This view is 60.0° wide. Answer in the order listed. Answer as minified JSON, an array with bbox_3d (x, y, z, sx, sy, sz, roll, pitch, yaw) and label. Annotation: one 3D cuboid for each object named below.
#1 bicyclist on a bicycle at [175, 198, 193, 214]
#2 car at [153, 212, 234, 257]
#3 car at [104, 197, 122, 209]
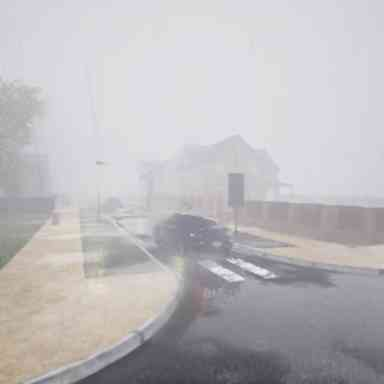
[{"bbox_3d":[-0.455,1.247,23.471,1.656,1.620,0.582,0,0,-19],"label":"bicyclist on a bicycle"},{"bbox_3d":[-0.079,1.495,12.800,1.812,1.442,4.674,0,0,-23],"label":"car"},{"bbox_3d":[-9.951,1.339,42.165,1.812,1.442,4.674,1,0,-19],"label":"car"}]
